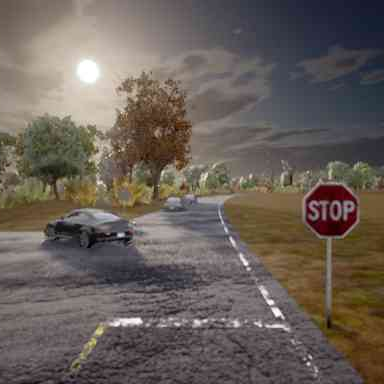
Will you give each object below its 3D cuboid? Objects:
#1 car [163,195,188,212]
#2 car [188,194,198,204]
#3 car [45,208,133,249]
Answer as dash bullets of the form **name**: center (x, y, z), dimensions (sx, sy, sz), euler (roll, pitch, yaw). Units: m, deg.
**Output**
- **car**: center (-1.780, 1.231, 34.128), dimensions (1.812, 1.442, 4.674), euler (0, 0, 4)
- **car**: center (-0.245, 1.083, 51.115), dimensions (1.812, 1.442, 4.674), euler (0, 0, 6)
- **car**: center (-4.335, 1.407, 13.895), dimensions (4.674, 1.442, 1.812), euler (0, 0, 43)
